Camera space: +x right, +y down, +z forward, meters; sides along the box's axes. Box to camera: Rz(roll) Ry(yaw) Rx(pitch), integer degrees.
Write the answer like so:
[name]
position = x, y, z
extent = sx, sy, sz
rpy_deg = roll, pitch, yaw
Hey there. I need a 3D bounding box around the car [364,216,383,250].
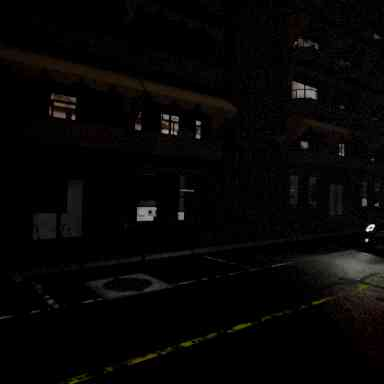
[car]
position = 8.718, 1.362, 13.000
extent = 4.553, 1.767, 2.097
rpy_deg = 0, 0, -35
